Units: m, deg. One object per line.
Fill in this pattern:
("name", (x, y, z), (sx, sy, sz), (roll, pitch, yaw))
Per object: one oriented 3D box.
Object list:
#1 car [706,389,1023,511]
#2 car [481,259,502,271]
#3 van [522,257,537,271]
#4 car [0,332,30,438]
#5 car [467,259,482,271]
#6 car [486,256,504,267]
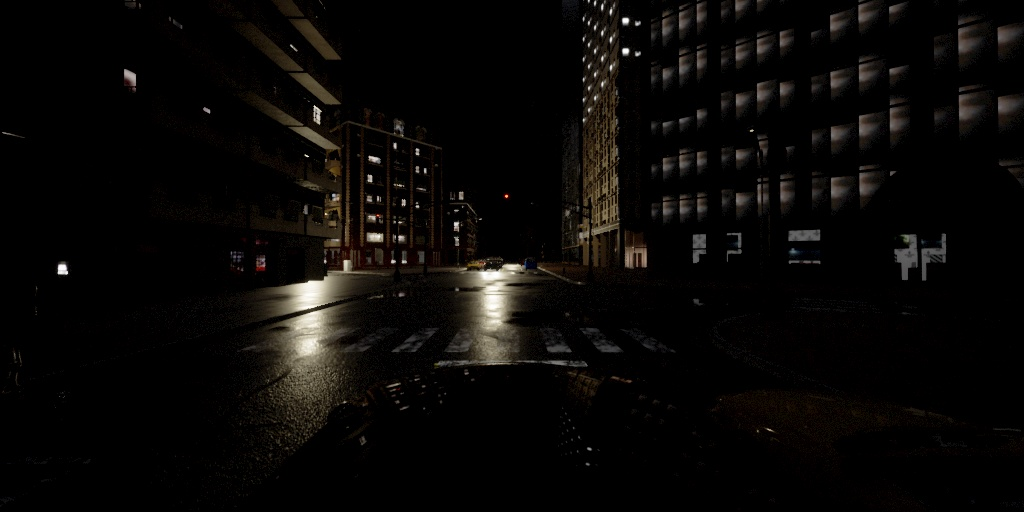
("car", (2.563, 1.275, 1.244), (1.751, 1.417, 4.829), (0, 0, 0))
("car", (-2.800, 1.395, 49.229), (1.895, 1.301, 4.718), (0, 0, 0))
("van", (2.614, 1.136, 50.067), (1.690, 1.789, 3.998), (0, 0, 0))
("car", (-5.318, 1.065, 1.076), (2.192, 1.841, 5.009), (0, 0, 0))
("car", (-5.267, 1.321, 49.906), (1.751, 1.417, 4.829), (0, 0, 0))
("car", (-2.779, 1.037, 59.153), (2.150, 2.045, 5.566), (0, 0, 0))
